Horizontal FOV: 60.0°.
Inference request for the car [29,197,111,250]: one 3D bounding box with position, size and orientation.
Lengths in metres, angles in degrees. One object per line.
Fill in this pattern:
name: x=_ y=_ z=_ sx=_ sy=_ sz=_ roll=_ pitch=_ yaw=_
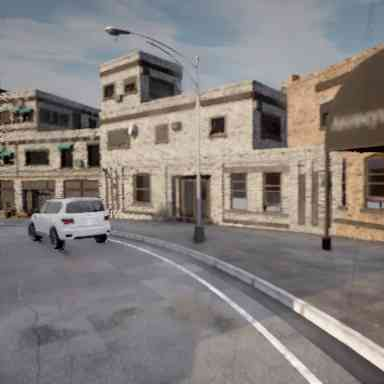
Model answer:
car: x=-5.731 y=1.295 z=15.249 sx=2.150 sy=2.045 sz=5.566 roll=-2 pitch=1 yaw=-39
